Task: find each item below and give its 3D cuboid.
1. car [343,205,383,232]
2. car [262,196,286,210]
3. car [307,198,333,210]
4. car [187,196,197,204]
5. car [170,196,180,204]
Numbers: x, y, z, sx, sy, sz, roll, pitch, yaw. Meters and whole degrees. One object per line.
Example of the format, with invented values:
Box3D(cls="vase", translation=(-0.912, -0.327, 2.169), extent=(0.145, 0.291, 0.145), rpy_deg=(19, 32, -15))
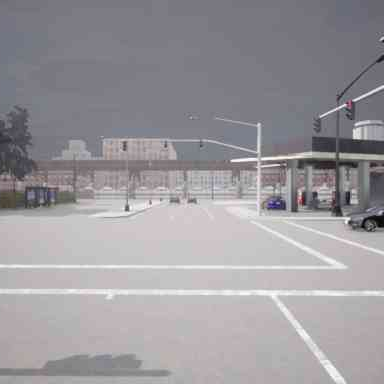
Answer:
Box3D(cls="car", translation=(11.438, 1.491, 19.439), extent=(4.902, 1.511, 2.128), rpy_deg=(0, 0, -1))
Box3D(cls="car", translation=(9.719, 1.295, 39.623), extent=(2.242, 1.667, 4.611), rpy_deg=(0, 0, 0))
Box3D(cls="car", translation=(15.464, 1.456, 40.384), extent=(1.970, 1.475, 3.806), rpy_deg=(0, 0, 0))
Box3D(cls="car", translation=(0.015, 1.547, 64.301), extent=(2.033, 1.411, 5.357), rpy_deg=(0, 0, 0))
Box3D(cls="car", translation=(-3.383, 1.491, 66.222), extent=(2.128, 1.511, 4.902), rpy_deg=(0, 0, 0))
